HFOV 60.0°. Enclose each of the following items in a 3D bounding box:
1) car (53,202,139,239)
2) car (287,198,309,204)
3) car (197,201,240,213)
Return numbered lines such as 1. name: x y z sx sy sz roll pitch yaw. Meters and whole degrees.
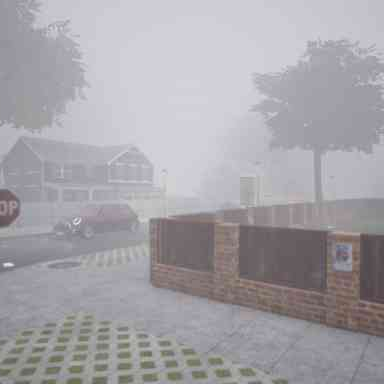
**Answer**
1. car: -4.946 1.375 17.565 2.097 1.767 4.553 0 0 35
2. car: 14.267 1.572 44.580 1.882 1.535 5.008 0 0 36
3. car: 2.255 1.526 27.743 1.882 1.535 5.008 0 1 35
